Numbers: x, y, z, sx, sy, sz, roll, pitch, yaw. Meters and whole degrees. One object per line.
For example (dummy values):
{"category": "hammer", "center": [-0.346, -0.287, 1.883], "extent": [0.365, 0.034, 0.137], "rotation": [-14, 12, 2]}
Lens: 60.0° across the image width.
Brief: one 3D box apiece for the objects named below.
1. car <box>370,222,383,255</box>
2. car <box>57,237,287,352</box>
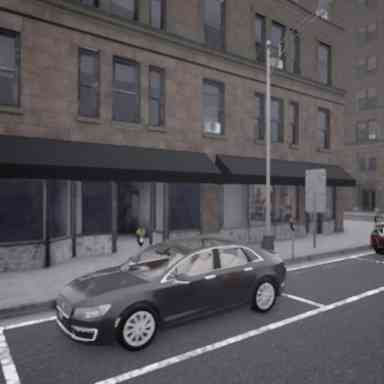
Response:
{"category": "car", "center": [8.705, 1.365, 12.369], "extent": [5.009, 1.841, 2.192], "rotation": [0, 0, -35]}
{"category": "car", "center": [-0.120, 1.562, 6.097], "extent": [4.403, 1.369, 2.008], "rotation": [0, 0, -35]}
